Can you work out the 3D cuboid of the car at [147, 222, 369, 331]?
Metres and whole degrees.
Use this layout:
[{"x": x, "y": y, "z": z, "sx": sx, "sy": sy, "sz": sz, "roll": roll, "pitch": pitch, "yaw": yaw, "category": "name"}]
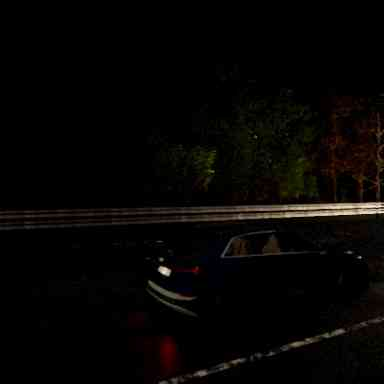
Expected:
[{"x": 1.494, "y": 1.443, "z": 6.867, "sx": 4.856, "sy": 1.649, "sz": 2.033, "roll": 0, "pitch": 0, "yaw": -29, "category": "car"}]
